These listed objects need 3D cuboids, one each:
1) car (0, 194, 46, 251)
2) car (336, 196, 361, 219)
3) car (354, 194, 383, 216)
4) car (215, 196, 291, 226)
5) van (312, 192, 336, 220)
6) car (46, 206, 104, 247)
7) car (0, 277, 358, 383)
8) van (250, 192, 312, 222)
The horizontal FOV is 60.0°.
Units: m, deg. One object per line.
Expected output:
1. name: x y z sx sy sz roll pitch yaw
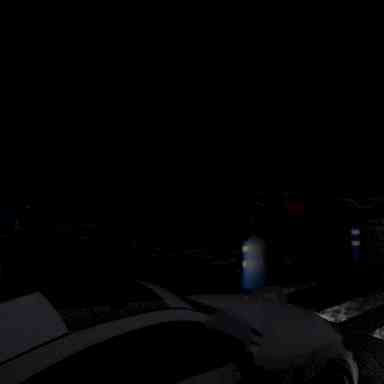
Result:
1. car: -7.806 1.119 13.129 2.435 2.045 5.566 -1 1 -36
2. car: 10.221 1.235 26.151 2.002 1.452 4.674 -1 1 -36
3. car: 12.586 1.170 27.622 1.946 1.575 5.366 -1 1 -36
4. car: 3.460 1.264 21.271 2.231 1.521 4.892 -1 1 -36
5. van: 7.898 0.992 24.617 1.878 1.987 4.442 -1 1 -36
6. car: -5.549 1.379 14.755 2.163 1.488 4.792 -1 1 -36
7. car: -0.510 1.504 2.772 4.674 1.442 1.812 0 0 -36
8. van: 5.642 1.014 22.993 1.878 1.987 4.442 -1 1 -36
